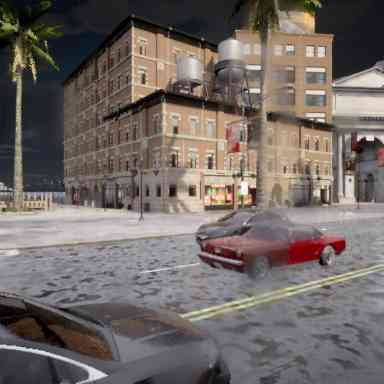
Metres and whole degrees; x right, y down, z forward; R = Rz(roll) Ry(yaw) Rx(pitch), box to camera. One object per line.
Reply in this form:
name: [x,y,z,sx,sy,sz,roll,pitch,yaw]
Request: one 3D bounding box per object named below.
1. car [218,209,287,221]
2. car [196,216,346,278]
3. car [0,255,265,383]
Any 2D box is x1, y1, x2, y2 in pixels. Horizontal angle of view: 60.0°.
car: [2.402,1.504,14.171,4.892,1.490,1.837,0,0,-35]
car: [2.493,1.601,9.973,4.718,1.301,1.895,0,0,-35]
car: [-1.882,1.505,2.319,4.892,1.490,1.837,0,0,-36]
